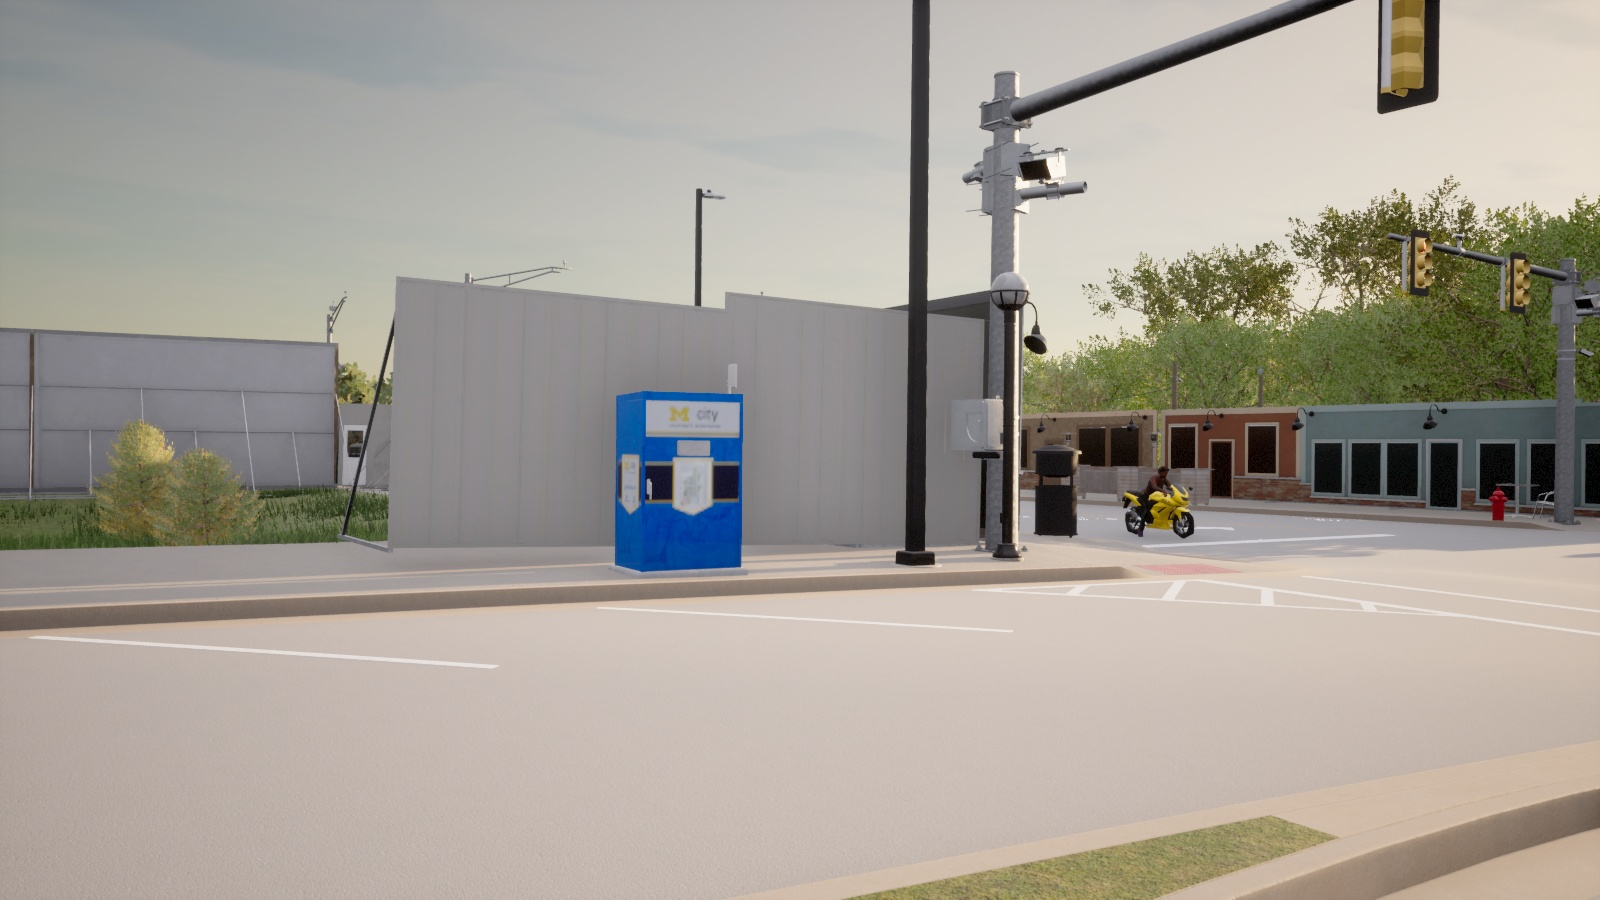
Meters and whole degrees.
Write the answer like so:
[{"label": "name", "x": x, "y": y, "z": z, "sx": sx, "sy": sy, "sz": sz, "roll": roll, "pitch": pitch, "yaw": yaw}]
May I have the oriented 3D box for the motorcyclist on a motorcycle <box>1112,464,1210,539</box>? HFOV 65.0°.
[{"label": "motorcyclist on a motorcycle", "x": 7.667, "y": 1.065, "z": 26.779, "sx": 0.797, "sy": 1.523, "sz": 2.044, "roll": 0, "pitch": 0, "yaw": -29}]
